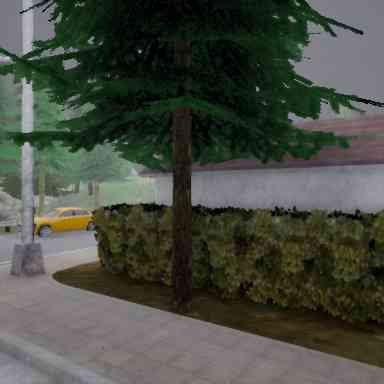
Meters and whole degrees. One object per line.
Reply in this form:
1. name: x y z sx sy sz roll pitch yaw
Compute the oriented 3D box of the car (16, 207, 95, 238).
1. car: -7.605 1.673 19.473 1.882 1.535 5.008 0 0 35
